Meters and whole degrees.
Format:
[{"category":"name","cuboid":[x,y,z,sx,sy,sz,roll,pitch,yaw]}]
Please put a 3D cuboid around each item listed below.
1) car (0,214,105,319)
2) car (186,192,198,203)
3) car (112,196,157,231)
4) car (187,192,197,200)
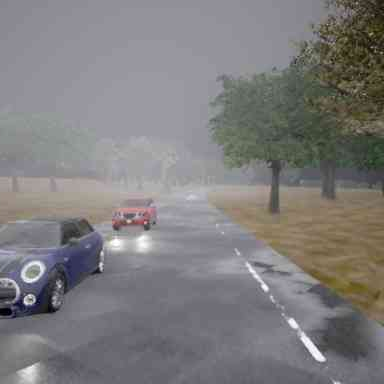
[{"category":"car","cuboid":[-3.556,1.395,7.711,2.097,1.767,4.553,0,0,0]},{"category":"car","cuboid":[0.001,1.216,58.769,1.812,1.442,4.674,0,1,0]},{"category":"car","cuboid":[-3.545,1.285,21.615,2.150,2.045,5.566,0,0,1]},{"category":"car","cuboid":[0.001,0.860,68.798,1.837,1.490,4.892,0,1,0]}]
